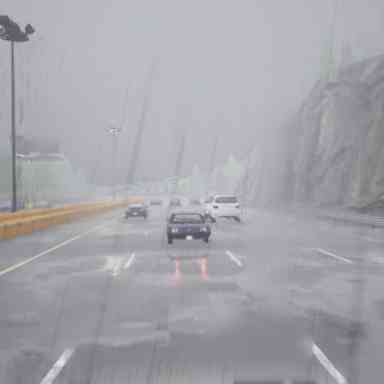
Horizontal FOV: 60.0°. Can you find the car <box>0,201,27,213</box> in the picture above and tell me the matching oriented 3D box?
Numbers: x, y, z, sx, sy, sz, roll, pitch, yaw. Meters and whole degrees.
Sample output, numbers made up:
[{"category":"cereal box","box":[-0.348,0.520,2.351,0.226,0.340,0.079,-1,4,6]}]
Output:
[{"category":"car","box":[-23.285,1.868,43.095,1.882,1.535,5.008,-1,0,-3]}]

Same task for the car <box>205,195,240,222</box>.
[{"category":"car","box":[2.323,1.244,26.226,2.150,2.045,5.566,-1,0,-4]}]

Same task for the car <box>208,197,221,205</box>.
[{"category":"car","box":[4.000,1.668,60.075,1.895,1.301,4.718,-1,0,-3]}]

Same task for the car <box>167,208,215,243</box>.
[{"category":"car","box":[-0.294,1.637,16.253,1.895,1.301,4.718,-1,0,-5]}]

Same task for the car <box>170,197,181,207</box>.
[{"category":"car","box":[-2.822,1.641,56.215,2.128,1.511,4.902,-1,0,-3]}]

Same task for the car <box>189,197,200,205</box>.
[{"category":"car","box":[0.495,1.660,60.011,2.033,1.411,5.357,-1,0,-3]}]

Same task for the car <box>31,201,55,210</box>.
[{"category":"car","box":[-19.840,1.889,44.532,1.812,1.442,4.674,-1,0,-3]}]

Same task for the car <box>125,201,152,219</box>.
[{"category":"car","box":[-4.915,1.650,30.191,1.812,1.442,4.674,-1,0,-4]}]

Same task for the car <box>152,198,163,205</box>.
[{"category":"car","box":[-6.647,1.775,62.623,1.994,1.385,4.181,-1,0,-3]}]
